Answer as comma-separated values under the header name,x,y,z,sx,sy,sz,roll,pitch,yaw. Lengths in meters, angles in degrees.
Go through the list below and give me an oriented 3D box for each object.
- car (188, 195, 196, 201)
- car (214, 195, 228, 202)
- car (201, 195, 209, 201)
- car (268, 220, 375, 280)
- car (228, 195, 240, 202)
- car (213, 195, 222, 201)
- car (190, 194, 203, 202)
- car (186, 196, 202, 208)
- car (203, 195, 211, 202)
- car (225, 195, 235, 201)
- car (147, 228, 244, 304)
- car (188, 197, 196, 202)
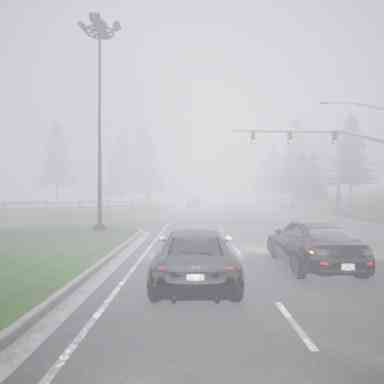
name,x,y,z,sx,sy,sz,roll,pitch,yaw
car,0.047,1.608,92.097,2.128,1.511,4.902,0,0,0
car,7.042,1.740,82.090,1.812,1.442,4.674,0,0,0
car,3.547,1.608,92.095,2.128,1.511,4.902,0,0,0
car,3.588,1.553,9.906,1.812,1.442,4.674,0,0,0
car,10.542,1.740,82.088,1.812,1.442,4.674,0,0,0
car,7.047,1.561,92.094,1.882,1.535,5.008,0,0,0
car,0.448,1.402,65.934,2.150,2.045,5.566,0,0,0
car,0.026,1.687,51.057,2.033,1.411,5.357,0,0,0
car,3.542,1.768,82.092,1.994,1.385,4.181,0,0,0
car,10.547,1.623,92.092,2.033,1.411,5.357,0,0,0
car,0.079,1.587,8.286,1.994,1.385,4.181,0,0,0
car,0.042,1.811,82.123,1.895,1.301,4.718,0,0,0
